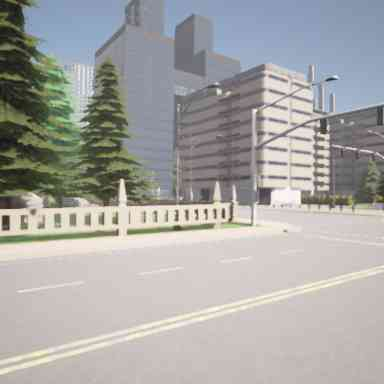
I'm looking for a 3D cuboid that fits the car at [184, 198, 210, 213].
[{"bbox_3d":[0.857,1.527,37.978,2.097,1.767,4.553,1,-1,-35],"label":"car"}]
